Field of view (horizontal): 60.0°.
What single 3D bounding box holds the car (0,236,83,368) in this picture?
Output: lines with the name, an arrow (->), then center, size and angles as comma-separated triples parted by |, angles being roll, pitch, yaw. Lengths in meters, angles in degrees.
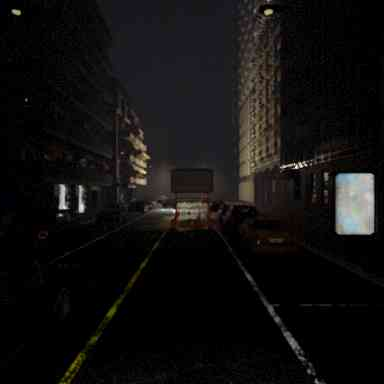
car -> -3.097, 1.598, 4.361 | 1.895, 1.301, 4.718 | 0, 0, 0

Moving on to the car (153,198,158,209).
car -> -5.684, 1.506, 40.835 | 1.752, 1.417, 4.829 | 0, 0, 0

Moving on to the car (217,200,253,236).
car -> 2.694, 1.429, 18.408 | 1.967, 1.590, 4.097 | 0, 0, 0

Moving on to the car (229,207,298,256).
car -> 2.693, 1.517, 12.931 | 1.752, 1.417, 4.829 | 0, 0, 0

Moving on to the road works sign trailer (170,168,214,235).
road works sign trailer -> 0.004, 0.453, 18.567 | 2.380, 3.560, 2.880 | 0, 0, 0

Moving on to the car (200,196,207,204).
car -> 2.701, 1.526, 63.597 | 1.887, 1.381, 4.507 | 0, 0, 0

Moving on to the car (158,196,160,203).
car -> -5.680, 1.422, 63.598 | 1.967, 1.590, 4.097 | 0, 0, 0

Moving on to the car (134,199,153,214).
car -> -5.685, 1.548, 35.356 | 1.947, 1.339, 4.313 | 0, 0, 0

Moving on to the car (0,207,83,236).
car -> -5.688, 1.432, 12.762 | 1.967, 1.590, 4.097 | 0, 0, 0

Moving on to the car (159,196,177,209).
car -> -3.079, 1.581, 45.938 | 1.895, 1.301, 4.718 | 0, 0, 0

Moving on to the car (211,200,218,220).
car -> 2.694, 1.536, 24.058 | 2.008, 1.369, 4.403 | 0, 0, 0

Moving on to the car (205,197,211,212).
car -> 2.696, 1.548, 35.355 | 1.947, 1.339, 4.313 | 0, 0, 0

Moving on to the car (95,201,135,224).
car -> -5.686, 1.537, 24.058 | 2.008, 1.369, 4.403 | 0, 0, 0

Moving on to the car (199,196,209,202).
car -> 2.702, 1.534, 74.894 | 2.008, 1.369, 4.403 | 0, 0, 0
